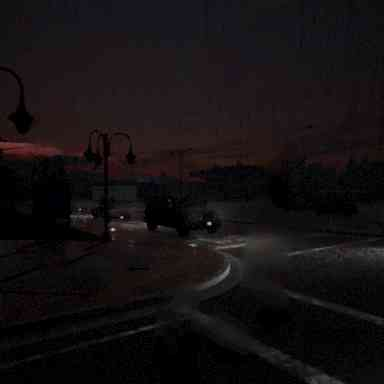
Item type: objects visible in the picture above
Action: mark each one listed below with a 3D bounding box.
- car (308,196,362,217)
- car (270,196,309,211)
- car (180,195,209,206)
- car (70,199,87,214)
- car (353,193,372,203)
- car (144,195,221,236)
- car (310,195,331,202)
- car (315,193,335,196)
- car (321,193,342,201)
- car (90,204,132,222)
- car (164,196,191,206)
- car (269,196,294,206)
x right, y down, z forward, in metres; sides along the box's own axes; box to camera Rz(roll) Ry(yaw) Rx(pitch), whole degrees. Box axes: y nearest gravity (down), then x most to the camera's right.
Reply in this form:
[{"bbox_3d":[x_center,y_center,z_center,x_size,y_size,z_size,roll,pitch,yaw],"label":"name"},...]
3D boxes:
[{"bbox_3d":[12.899,1.401,30.107,1.845,1.501,3.633,0,0,-36],"label":"car"},{"bbox_3d":[11.019,1.413,37.880,1.970,1.475,3.806,0,0,-36],"label":"car"},{"bbox_3d":[0.306,1.359,53.166,2.152,1.636,5.027,0,0,-36],"label":"car"},{"bbox_3d":[-12.718,1.512,35.517,2.128,1.511,4.902,0,0,-36],"label":"car"},{"bbox_3d":[33.126,1.140,66.206,1.932,1.855,4.605,0,0,-36],"label":"car"},{"bbox_3d":[-0.748,1.242,19.026,2.150,2.045,5.566,0,0,-36],"label":"car"},{"bbox_3d":[28.175,1.404,73.089,1.970,1.475,3.806,0,0,-36],"label":"car"},{"bbox_3d":[22.569,1.335,59.556,2.007,1.523,4.514,0,0,-36],"label":"car"},{"bbox_3d":[31.237,1.121,74.521,1.905,1.878,3.866,0,0,-36],"label":"car"},{"bbox_3d":[-6.637,1.621,27.121,1.895,1.301,4.718,0,0,-36],"label":"car"},{"bbox_3d":[-2.218,1.367,51.303,2.007,1.523,4.514,0,0,-36],"label":"car"},{"bbox_3d":[14.407,1.353,53.791,1.845,1.501,3.633,0,0,-36],"label":"car"}]
